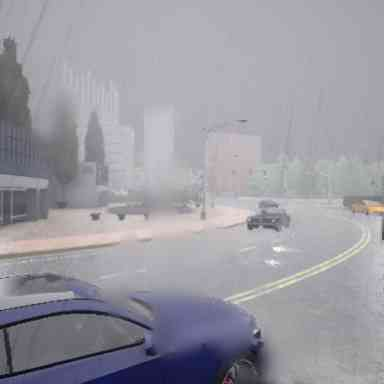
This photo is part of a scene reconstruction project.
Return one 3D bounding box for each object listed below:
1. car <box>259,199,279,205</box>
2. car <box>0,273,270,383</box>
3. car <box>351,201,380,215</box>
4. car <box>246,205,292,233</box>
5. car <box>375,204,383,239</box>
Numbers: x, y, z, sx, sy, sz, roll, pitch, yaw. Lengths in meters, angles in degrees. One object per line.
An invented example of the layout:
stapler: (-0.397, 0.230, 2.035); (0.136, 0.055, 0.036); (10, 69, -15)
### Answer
car: (12.190, 1.868, 53.205); (2.033, 1.411, 5.357); (0, 0, -5)
car: (-1.308, 1.533, 3.061); (4.674, 1.442, 1.812); (0, 0, -37)
car: (20.158, 1.768, 38.296); (1.882, 1.535, 5.008); (0, 0, 0)
car: (5.004, 1.729, 21.180); (1.895, 1.301, 4.718); (0, 0, 28)
car: (11.110, 1.635, 17.683); (2.128, 1.511, 4.902); (0, 0, 29)
